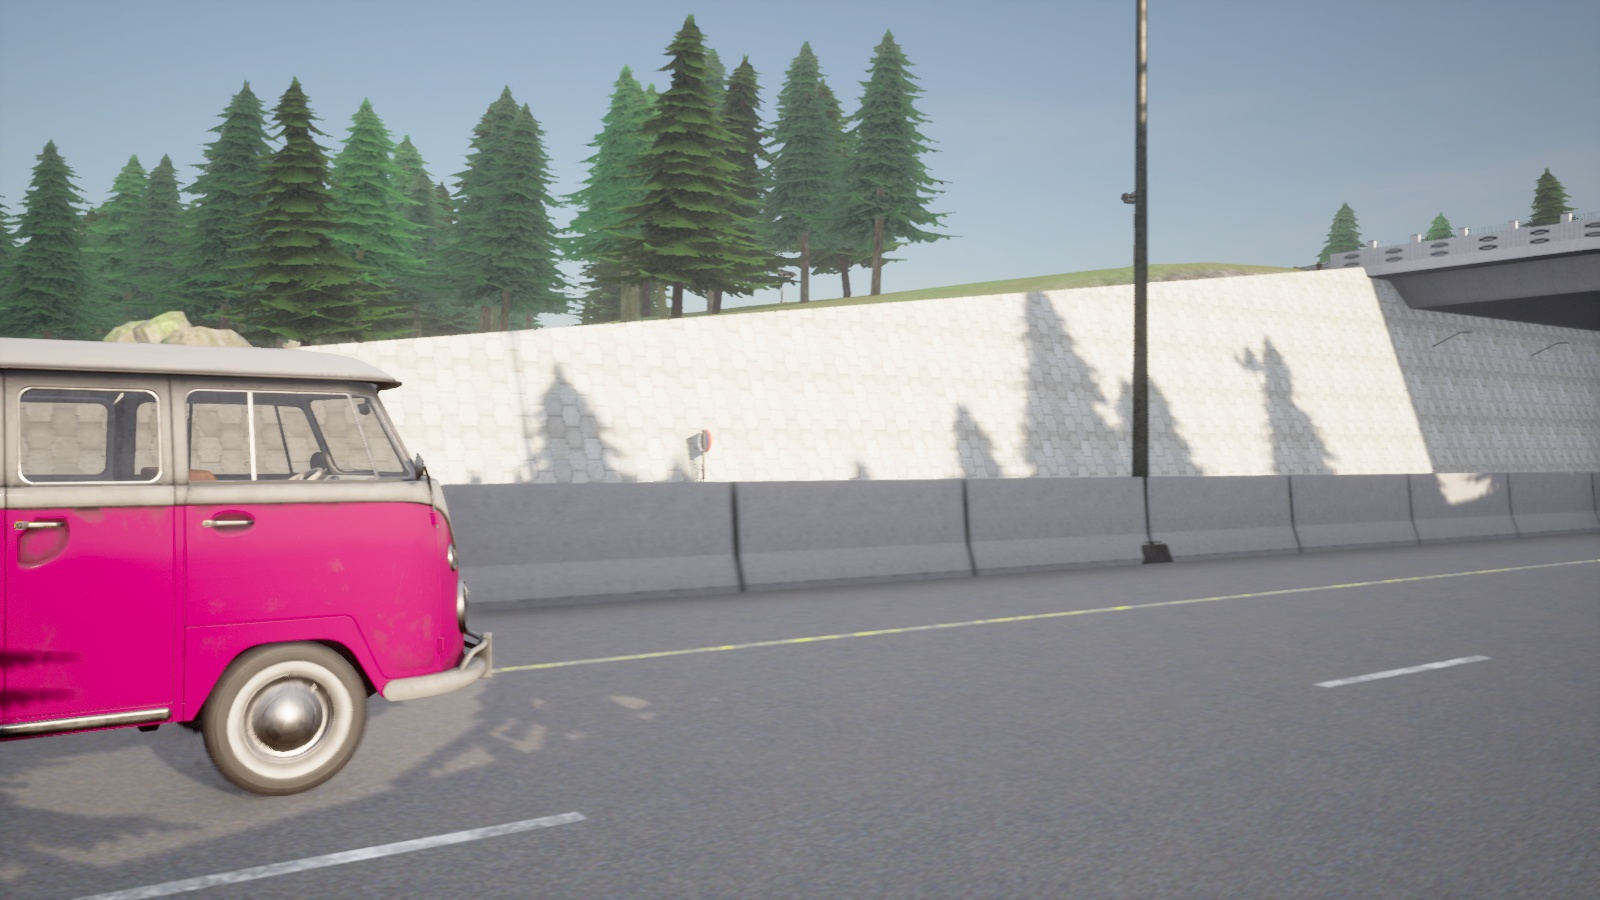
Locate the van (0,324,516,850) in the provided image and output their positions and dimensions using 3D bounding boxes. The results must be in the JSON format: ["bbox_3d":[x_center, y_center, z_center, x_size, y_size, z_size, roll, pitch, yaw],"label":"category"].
[{"bbox_3d":[-3.670,0.519,5.370,4.442,1.987,1.775,0,0,-35],"label":"van"}]
